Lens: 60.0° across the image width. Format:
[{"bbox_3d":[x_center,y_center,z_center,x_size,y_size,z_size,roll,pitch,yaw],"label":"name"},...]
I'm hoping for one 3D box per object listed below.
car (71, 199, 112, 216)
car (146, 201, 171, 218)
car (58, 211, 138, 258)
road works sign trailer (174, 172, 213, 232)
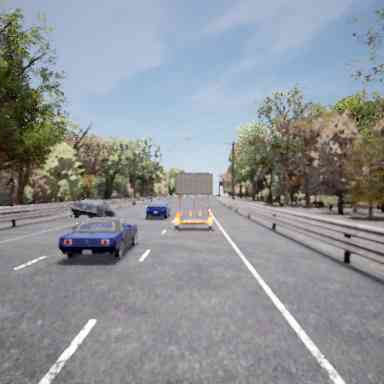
[{"bbox_3d":[-6.704,1.315,23.245,2.033,1.411,5.357,11,-7,2],"label":"car"},{"bbox_3d":[-3.108,1.602,31.313,1.882,1.535,5.008,0,0,1],"label":"car"},{"bbox_3d":[-3.351,1.651,12.906,1.895,1.301,4.718,0,0,0],"label":"car"},{"bbox_3d":[0.130,0.555,20.948,2.380,3.560,2.880,0,0,1],"label":"road works sign trailer"}]
